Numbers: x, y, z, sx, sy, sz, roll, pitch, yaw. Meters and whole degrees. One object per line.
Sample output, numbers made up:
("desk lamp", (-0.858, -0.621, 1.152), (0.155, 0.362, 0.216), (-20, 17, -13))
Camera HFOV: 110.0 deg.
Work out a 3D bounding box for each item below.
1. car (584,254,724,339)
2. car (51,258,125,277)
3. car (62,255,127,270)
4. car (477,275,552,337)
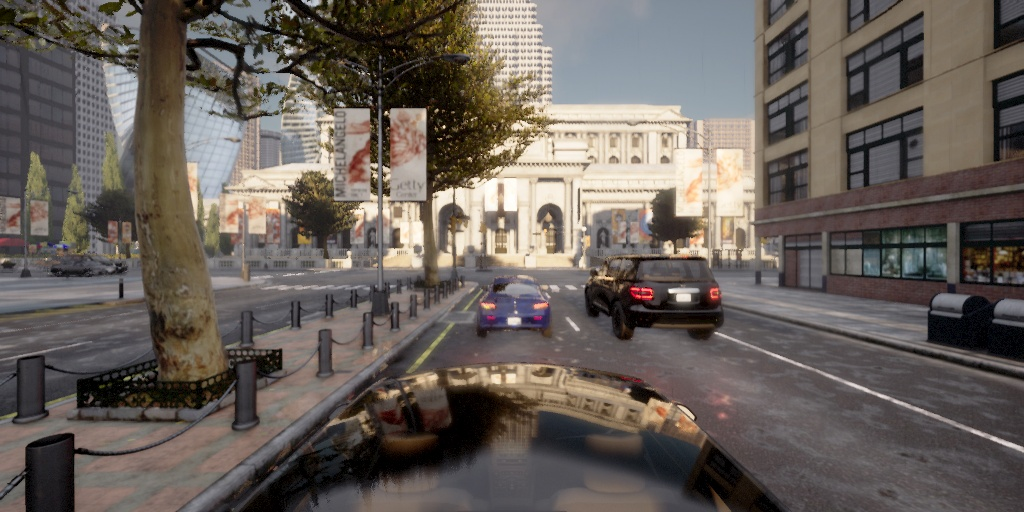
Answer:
("car", (3.582, 0.959, 10.159), (2.150, 2.045, 5.566), (0, 0, 0))
("car", (-40.773, 1.194, 34.216), (4.902, 1.511, 2.128), (0, 0, 0))
("car", (-44.086, 0.919, 37.715), (5.566, 2.045, 2.150), (0, 0, -1))
("car", (0.076, 1.264, 10.149), (1.812, 1.442, 4.674), (0, 0, 0))
